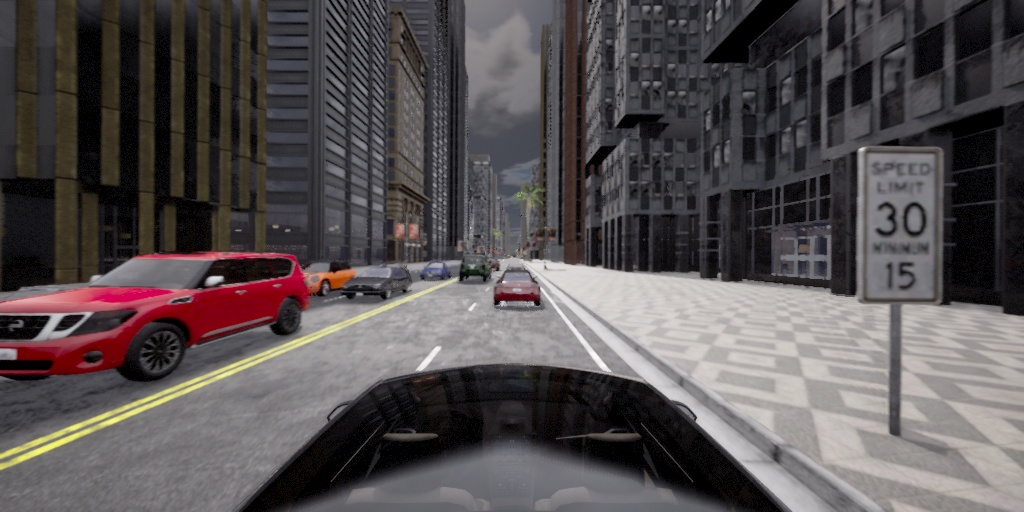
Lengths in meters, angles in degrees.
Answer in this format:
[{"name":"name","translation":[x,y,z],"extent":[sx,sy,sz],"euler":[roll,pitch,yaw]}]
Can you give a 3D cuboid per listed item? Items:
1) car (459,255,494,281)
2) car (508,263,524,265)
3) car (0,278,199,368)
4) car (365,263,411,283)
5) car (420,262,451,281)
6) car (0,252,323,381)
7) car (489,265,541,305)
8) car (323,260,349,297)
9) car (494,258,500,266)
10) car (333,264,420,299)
[{"name":"car","translation":[-2.947,0.932,29.505],"extent":[2.150,2.045,5.566],"euler":[0,0,1]},{"name":"car","translation":[0.384,1.325,35.053],"extent":[1.895,1.301,4.718],"euler":[0,0,1]},{"name":"car","translation":[-9.809,1.281,7.783],"extent":[1.895,1.301,4.718],"euler":[0,0,0]},{"name":"car","translation":[-9.570,1.266,28.020],"extent":[1.895,1.301,4.718],"euler":[0,0,1]},{"name":"car","translation":[-6.285,1.212,29.915],"extent":[1.812,1.442,4.674],"euler":[0,1,0]},{"name":"car","translation":[-6.561,0.923,7.426],"extent":[2.150,2.045,5.566],"euler":[0,0,1]},{"name":"car","translation":[0.223,1.302,16.105],"extent":[1.994,1.385,4.181],"euler":[0,0,1]},{"name":"car","translation":[-9.698,1.024,18.175],"extent":[2.097,1.767,4.553],"euler":[0,0,1]},{"name":"car","translation":[-2.731,1.045,49.122],"extent":[2.097,1.767,4.553],"euler":[0,0,1]},{"name":"car","translation":[-6.455,1.241,17.883],"extent":[2.033,1.411,5.357],"euler":[0,0,0]}]
